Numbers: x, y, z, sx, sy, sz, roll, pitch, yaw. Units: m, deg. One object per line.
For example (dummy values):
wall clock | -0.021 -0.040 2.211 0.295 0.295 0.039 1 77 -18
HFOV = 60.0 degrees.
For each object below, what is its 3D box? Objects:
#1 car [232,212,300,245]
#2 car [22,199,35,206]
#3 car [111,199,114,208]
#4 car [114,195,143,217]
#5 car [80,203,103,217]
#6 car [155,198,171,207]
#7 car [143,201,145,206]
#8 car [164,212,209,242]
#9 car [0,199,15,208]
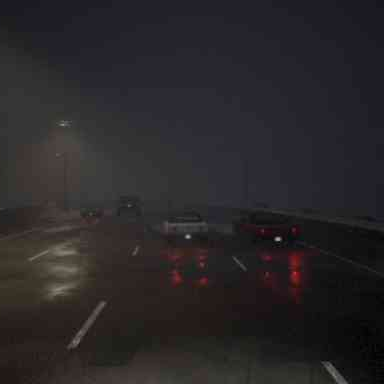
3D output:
car | 3.210 1.590 15.497 1.895 1.301 4.718 -1 0 -6
car | -29.115 1.916 59.297 1.882 1.535 5.008 0 0 -21
car | -12.092 1.745 54.275 1.837 1.490 4.892 1 0 -19
car | -6.384 1.357 33.285 2.150 2.045 5.566 0 0 -12
car | -9.977 1.778 33.395 1.895 1.301 4.718 -1 0 -12
car | -4.746 1.644 54.237 2.128 1.511 4.902 0 0 -19
car | -9.326 1.737 56.968 1.812 1.442 4.674 0 0 -20
car | -0.413 1.635 16.536 1.895 1.301 4.718 -1 0 -6
car | -33.030 1.978 59.610 1.837 1.490 4.892 0 0 -23
